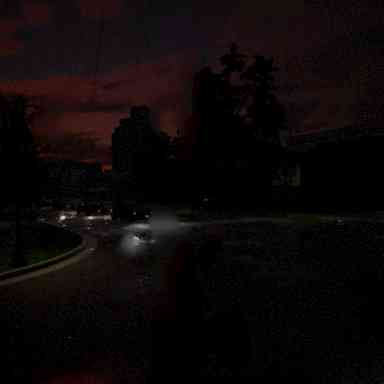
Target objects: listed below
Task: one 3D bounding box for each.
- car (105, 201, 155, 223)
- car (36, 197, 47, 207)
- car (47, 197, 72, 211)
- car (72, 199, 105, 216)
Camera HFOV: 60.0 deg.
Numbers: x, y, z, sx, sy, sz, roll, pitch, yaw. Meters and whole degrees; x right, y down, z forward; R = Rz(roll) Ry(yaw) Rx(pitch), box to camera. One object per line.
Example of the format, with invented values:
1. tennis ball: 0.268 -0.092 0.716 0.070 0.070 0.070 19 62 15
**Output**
1. car: -4.541 1.443 25.092 1.837 1.490 4.892 -1 1 -36
2. car: -21.666 1.464 48.852 1.812 1.442 4.674 -1 1 -35
3. car: -15.739 1.430 40.599 2.128 1.511 4.902 -1 1 -36
4. car: -9.879 1.464 32.496 1.812 1.442 4.674 -1 1 -36
